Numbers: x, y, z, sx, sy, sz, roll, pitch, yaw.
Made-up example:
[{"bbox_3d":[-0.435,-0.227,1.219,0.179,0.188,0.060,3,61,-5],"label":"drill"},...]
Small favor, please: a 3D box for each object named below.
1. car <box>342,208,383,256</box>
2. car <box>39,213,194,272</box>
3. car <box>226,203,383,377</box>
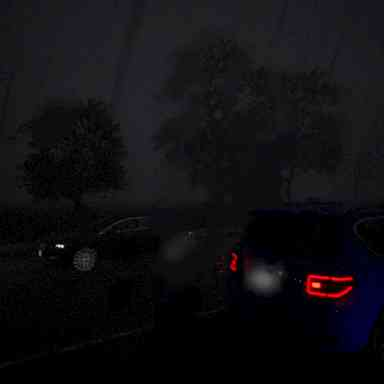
[{"bbox_3d":[8.534,1.461,13.252,4.902,1.511,2.128,0,0,-29],"label":"car"},{"bbox_3d":[-2.236,1.466,10.762,4.902,1.511,2.128,0,0,-33],"label":"car"},{"bbox_3d":[3.156,1.209,5.725,5.566,2.045,2.150,0,0,-33],"label":"car"}]
